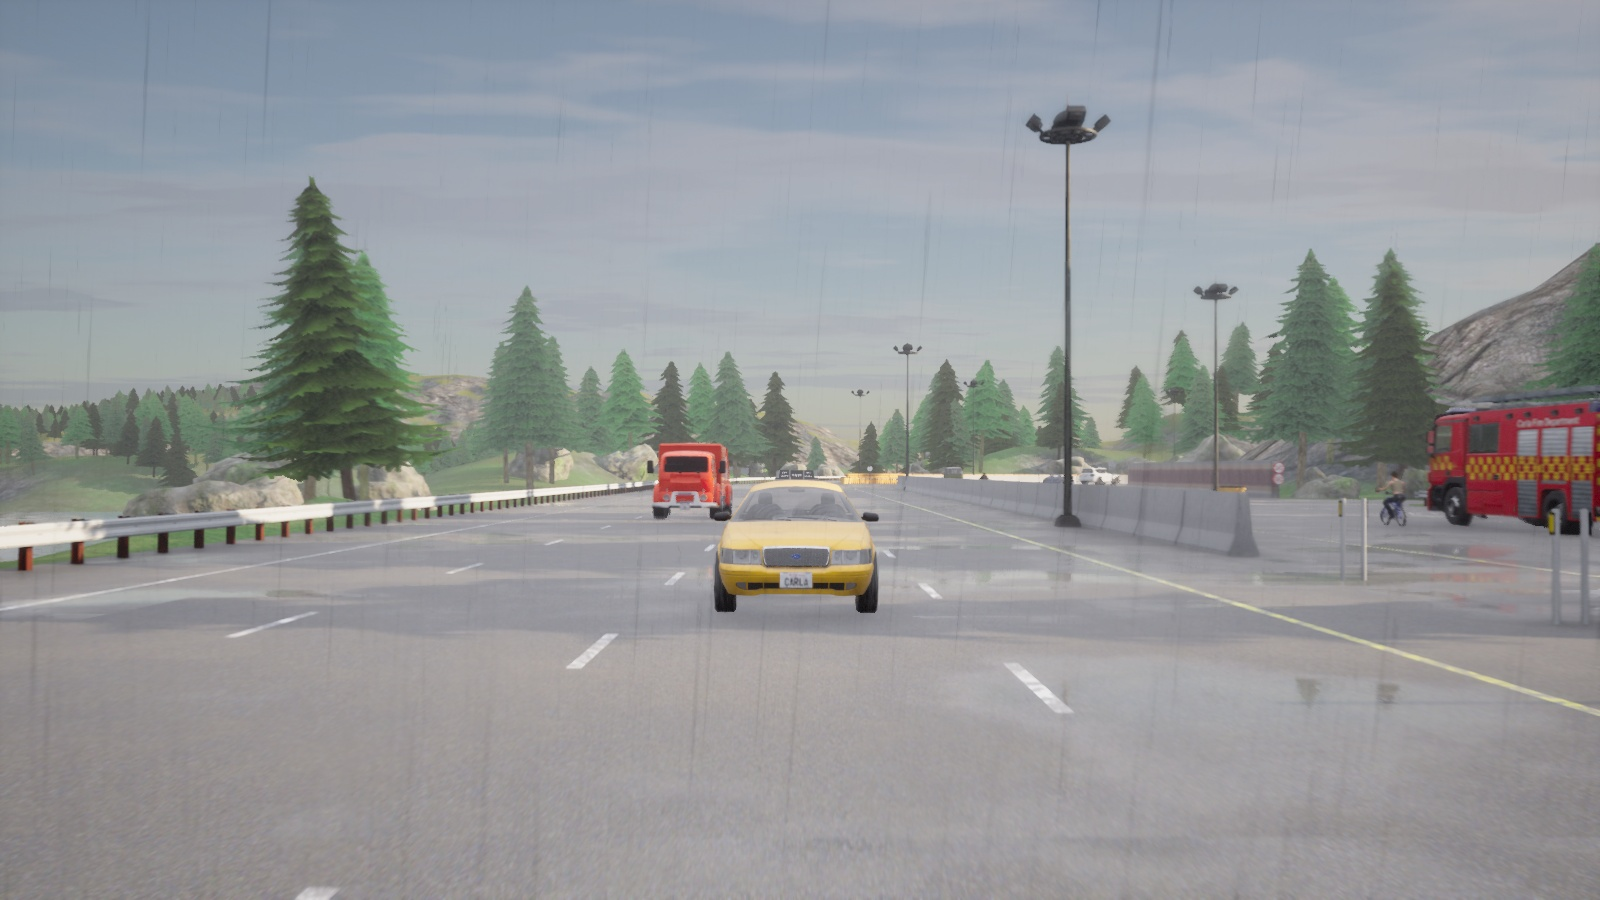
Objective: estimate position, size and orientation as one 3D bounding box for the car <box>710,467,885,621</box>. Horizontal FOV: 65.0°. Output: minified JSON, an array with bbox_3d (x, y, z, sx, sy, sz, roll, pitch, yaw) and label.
[{"bbox_3d":[-0.036,1.016,15.654,1.801,1.575,5.366,0,-1,0],"label":"car"}]

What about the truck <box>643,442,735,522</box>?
[{"bbox_3d":[-3.600,1.045,41.797,2.627,2.467,5.204,0,-1,0],"label":"truck"}]

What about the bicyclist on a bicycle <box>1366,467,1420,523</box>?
[{"bbox_3d":[17.418,1.300,36.926,0.866,1.612,1.509,0,-1,0],"label":"bicyclist on a bicycle"}]

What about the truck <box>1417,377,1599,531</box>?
[{"bbox_3d":[20.913,0.158,35.333,2.891,3.827,8.468,0,-1,0],"label":"truck"}]
